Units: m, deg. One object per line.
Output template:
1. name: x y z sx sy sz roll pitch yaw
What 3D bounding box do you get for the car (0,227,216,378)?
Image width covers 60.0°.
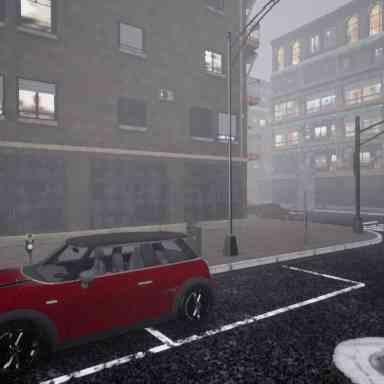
1. car: -1.645 1.440 5.446 4.097 1.590 1.967 0 0 -35

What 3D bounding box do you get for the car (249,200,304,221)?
1. car: 6.834 1.473 26.225 1.802 1.307 4.206 0 0 -35

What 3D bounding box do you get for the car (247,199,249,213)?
1. car: 4.815 1.281 33.525 1.882 1.535 5.008 -1 1 -35
